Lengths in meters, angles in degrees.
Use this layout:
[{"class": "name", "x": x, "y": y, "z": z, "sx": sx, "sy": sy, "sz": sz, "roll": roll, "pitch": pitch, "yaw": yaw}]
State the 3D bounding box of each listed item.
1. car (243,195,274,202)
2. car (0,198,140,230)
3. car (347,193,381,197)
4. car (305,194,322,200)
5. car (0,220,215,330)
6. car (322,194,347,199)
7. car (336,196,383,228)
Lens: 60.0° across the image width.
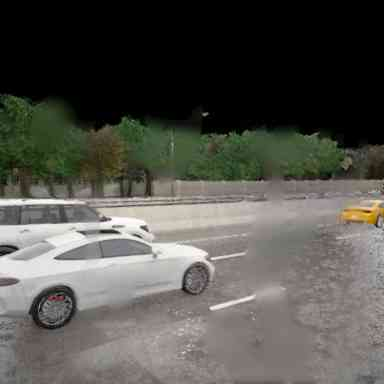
[{"class": "car", "x": 8.956, "y": 1.102, "z": 44.616, "sx": 4.902, "sy": 1.511, "sz": 2.128, "roll": -1, "pitch": 1, "yaw": -35}, {"class": "car", "x": -3.830, "y": 1.196, "z": 9.610, "sx": 5.566, "sy": 2.045, "sz": 2.150, "roll": -1, "pitch": 0, "yaw": -35}, {"class": "car", "x": 21.476, "y": 0.865, "z": 40.562, "sx": 4.553, "sy": 1.767, "sz": 2.097, "roll": -1, "pitch": 1, "yaw": -35}, {"class": "car", "x": 17.730, "y": 1.003, "z": 46.478, "sx": 4.902, "sy": 1.511, "sz": 2.128, "roll": -1, "pitch": 0, "yaw": -35}, {"class": "car", "x": -1.681, "y": 1.498, "z": 6.842, "sx": 4.674, "sy": 1.442, "sz": 1.812, "roll": -1, "pitch": 0, "yaw": -35}, {"class": "car", "x": 19.827, "y": 1.002, "z": 43.677, "sx": 4.902, "sy": 1.511, "sz": 2.128, "roll": -1, "pitch": 0, "yaw": -35}, {"class": "car", "x": 11.208, "y": 1.232, "z": 20.283, "sx": 5.008, "sy": 1.535, "sz": 1.882, "roll": -1, "pitch": 0, "yaw": -35}]
